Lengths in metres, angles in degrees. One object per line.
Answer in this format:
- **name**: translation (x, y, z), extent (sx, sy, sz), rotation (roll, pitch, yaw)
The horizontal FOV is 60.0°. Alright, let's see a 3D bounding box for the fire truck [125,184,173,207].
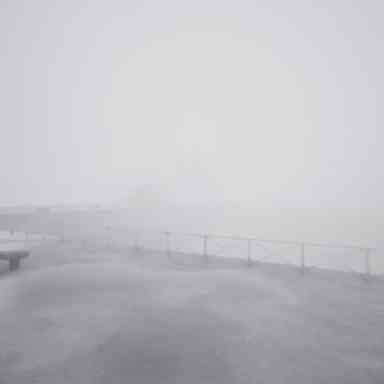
- **fire truck**: translation (-6.601, 0.690, 52.504), extent (2.891, 3.827, 8.468), rotation (-1, 0, 35)
